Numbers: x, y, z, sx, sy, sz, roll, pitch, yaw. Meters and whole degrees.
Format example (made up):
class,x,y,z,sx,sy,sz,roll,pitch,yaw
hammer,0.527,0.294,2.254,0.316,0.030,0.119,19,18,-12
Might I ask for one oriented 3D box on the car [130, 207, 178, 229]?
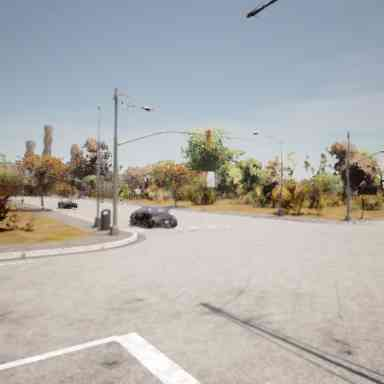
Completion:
class,x,y,z,sx,sy,sz,roll,pitch,yaw
car,-2.630,1.683,22.514,1.994,1.385,4.181,1,0,-32

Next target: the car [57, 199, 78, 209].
class,x,y,z,sx,sy,sz,roll,pitch,yaw
car,-16.809,1.637,44.998,1.895,1.301,4.718,1,0,-32
